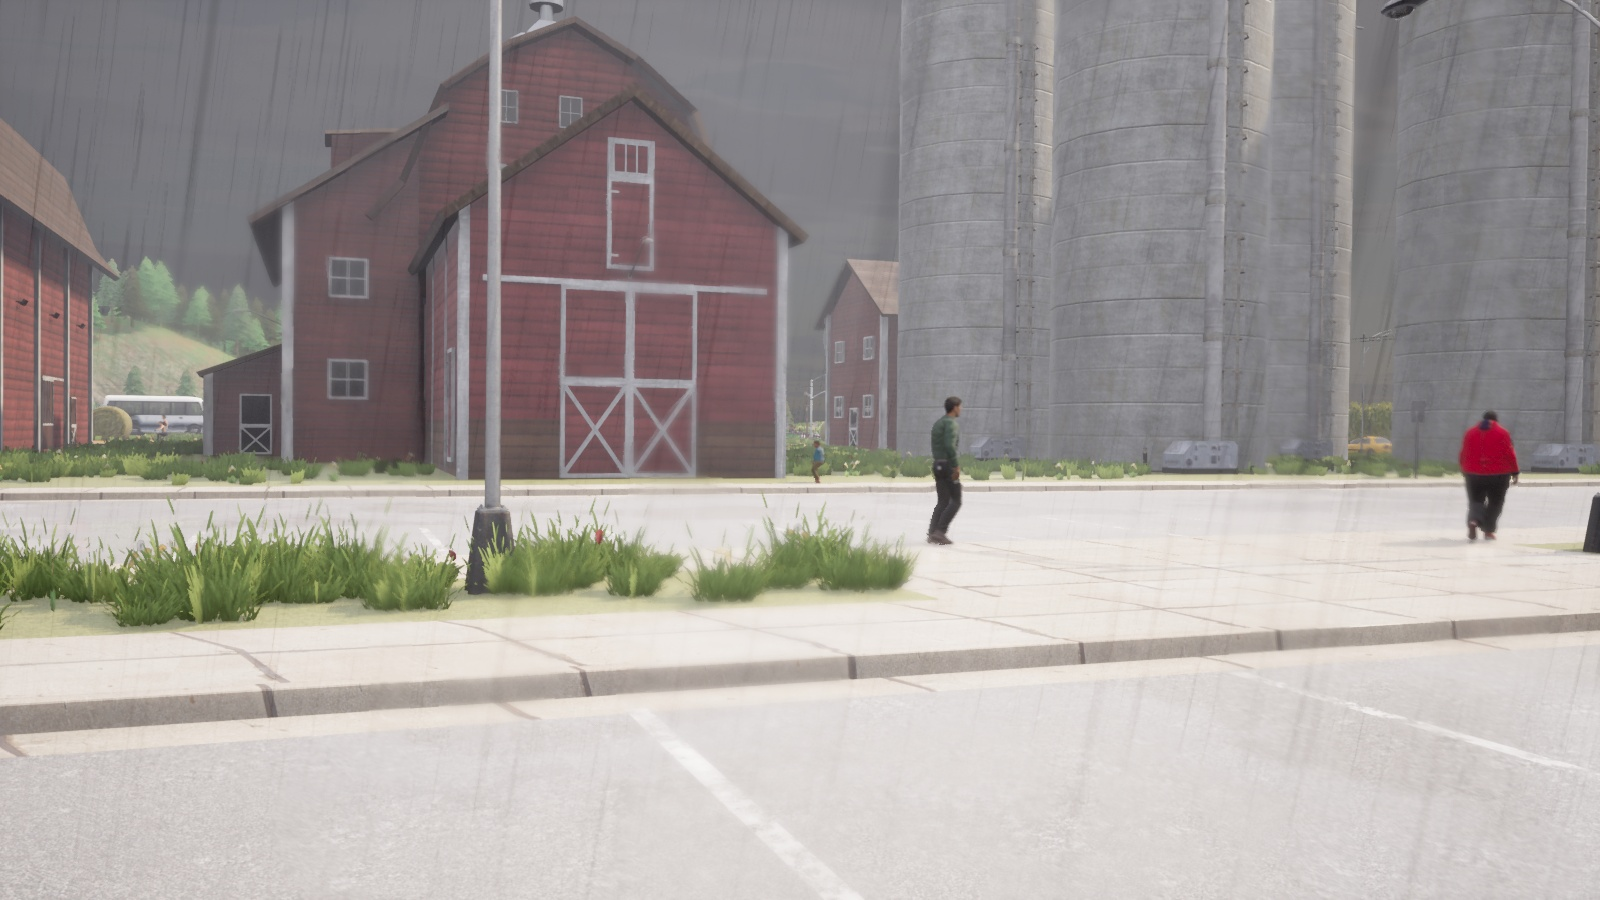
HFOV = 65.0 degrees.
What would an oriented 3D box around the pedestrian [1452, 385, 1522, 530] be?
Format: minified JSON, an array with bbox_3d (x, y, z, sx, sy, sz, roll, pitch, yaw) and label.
[{"bbox_3d":[9.054,0.086,16.541,0.634,1.844,0.899,0,1,41],"label":"pedestrian"}]

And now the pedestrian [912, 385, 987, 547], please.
[{"bbox_3d":[1.822,0.184,15.362,0.788,1.949,0.423,-1,1,-21],"label":"pedestrian"}]

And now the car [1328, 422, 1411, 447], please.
[{"bbox_3d":[37.977,-1.038,83.901,1.801,1.575,5.366,-1,1,-20],"label":"car"}]

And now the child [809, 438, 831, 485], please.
[{"bbox_3d":[0.522,0.301,32.408,0.448,1.192,0.343,-1,1,-21],"label":"child"}]
